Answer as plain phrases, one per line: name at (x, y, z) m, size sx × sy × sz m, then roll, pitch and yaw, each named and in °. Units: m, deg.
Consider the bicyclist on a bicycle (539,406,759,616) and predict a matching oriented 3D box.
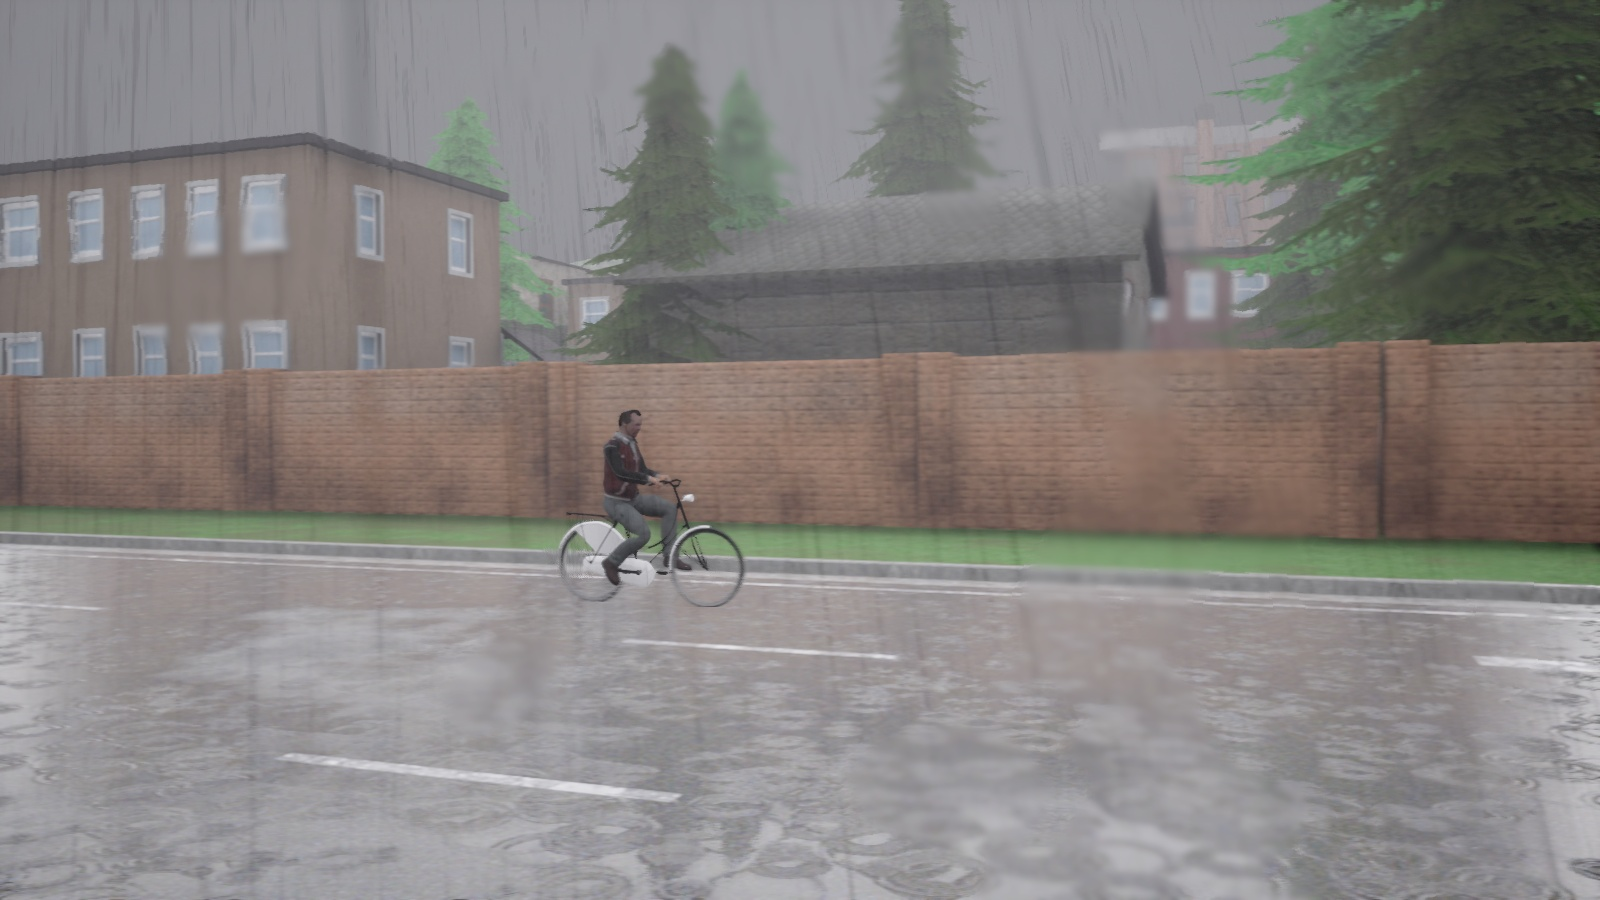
bicyclist on a bicycle at (-1.348, 0.506, 11.219) m, size 1.843 × 1.776 × 0.659 m, roll 0°, pitch 1°, yaw 20°
